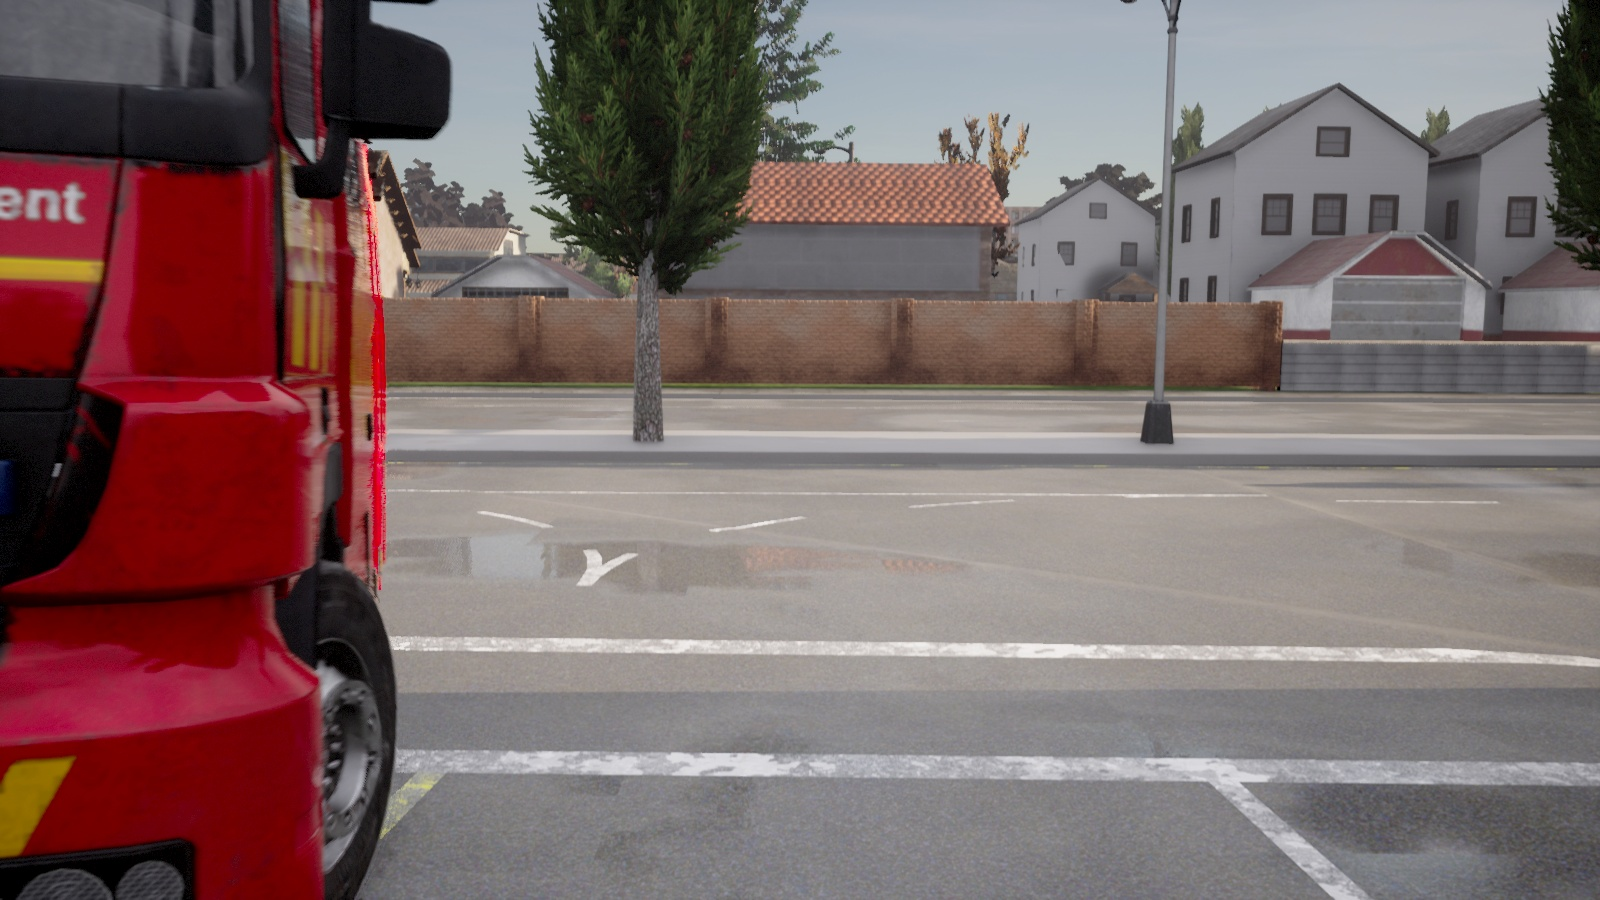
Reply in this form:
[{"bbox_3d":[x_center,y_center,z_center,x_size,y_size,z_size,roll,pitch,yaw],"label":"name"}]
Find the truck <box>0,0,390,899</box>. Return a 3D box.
[{"bbox_3d":[-3.354,-0.537,5.239,2.891,3.827,8.468,0,2,-17],"label":"truck"}]
